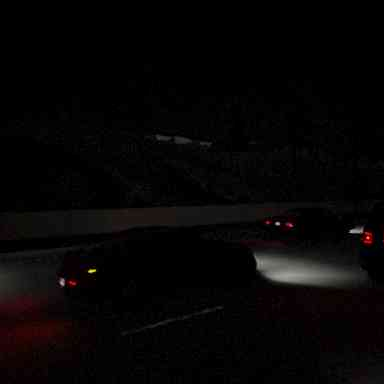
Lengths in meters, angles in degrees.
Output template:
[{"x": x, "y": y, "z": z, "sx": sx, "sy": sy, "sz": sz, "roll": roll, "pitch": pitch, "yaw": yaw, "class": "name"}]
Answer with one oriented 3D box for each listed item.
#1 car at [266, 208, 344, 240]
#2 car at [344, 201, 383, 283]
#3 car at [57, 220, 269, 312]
[{"x": 5.932, "y": 1.482, "z": 16.577, "sx": 5.357, "sy": 1.411, "sz": 2.033, "roll": 0, "pitch": 0, "yaw": -36, "class": "car"}, {"x": 6.410, "y": 1.176, "z": 8.333, "sx": 5.566, "sy": 2.045, "sz": 2.150, "roll": 0, "pitch": 0, "yaw": -36, "class": "car"}, {"x": -0.584, "y": 1.508, "z": 7.626, "sx": 4.674, "sy": 1.442, "sz": 1.812, "roll": 0, "pitch": 0, "yaw": -36, "class": "car"}]
